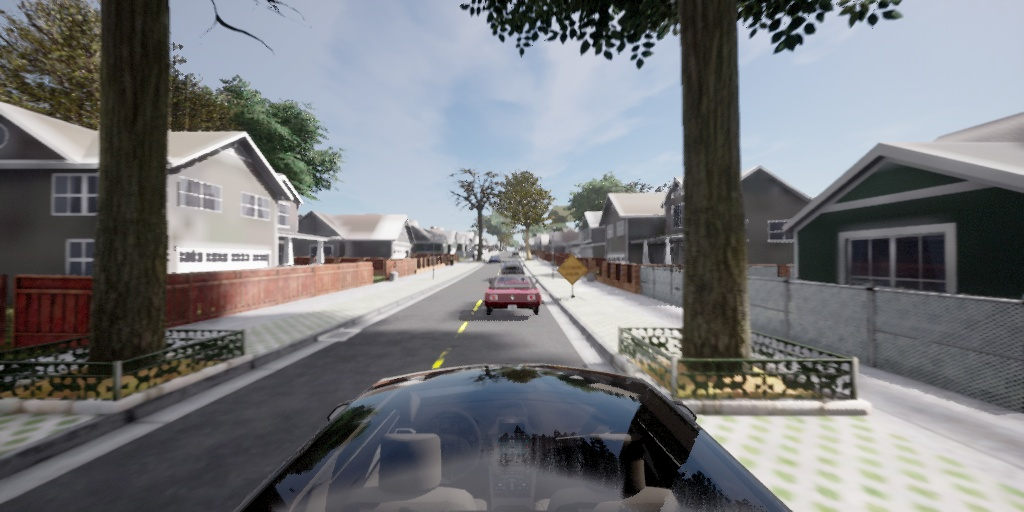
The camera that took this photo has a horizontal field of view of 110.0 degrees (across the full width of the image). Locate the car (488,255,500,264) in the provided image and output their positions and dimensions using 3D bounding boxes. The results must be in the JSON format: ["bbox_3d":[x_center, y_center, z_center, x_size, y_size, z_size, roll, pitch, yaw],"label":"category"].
[{"bbox_3d":[-2.813,0.490,58.630,2.033,1.411,5.357,0,2,1],"label":"car"}]

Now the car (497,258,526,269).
[{"bbox_3d":[0.041,1.121,29.239,1.837,1.490,4.892,0,1,1],"label":"car"}]

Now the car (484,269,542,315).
[{"bbox_3d":[0.039,1.345,13.661,1.895,1.301,4.718,0,0,1],"label":"car"}]

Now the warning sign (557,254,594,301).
[{"bbox_3d":[2.516,0.855,14.850,1.300,1.860,1.060,0,0,0],"label":"warning sign"}]
